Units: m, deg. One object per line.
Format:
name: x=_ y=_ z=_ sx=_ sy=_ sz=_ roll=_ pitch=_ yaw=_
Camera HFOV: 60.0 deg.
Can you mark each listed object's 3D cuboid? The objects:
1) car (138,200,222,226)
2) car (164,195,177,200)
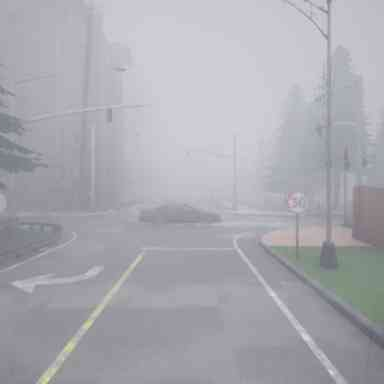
car: x=-0.775 y=1.450 z=21.667 sx=5.357 sy=1.411 sz=2.033 roll=0 pitch=0 yaw=-2
car: x=-3.550 y=1.201 z=54.933 sx=1.882 sy=1.535 sz=5.008 roll=0 pitch=0 yaw=1
